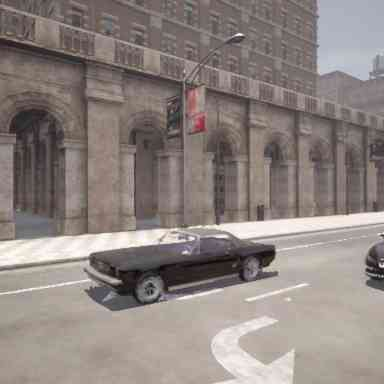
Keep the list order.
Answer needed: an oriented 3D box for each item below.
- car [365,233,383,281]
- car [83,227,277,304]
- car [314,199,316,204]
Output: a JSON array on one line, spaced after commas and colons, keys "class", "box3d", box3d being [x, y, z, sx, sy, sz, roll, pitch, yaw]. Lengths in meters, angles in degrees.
[{"class": "car", "box3d": [6.410, 1.506, 8.720, 4.892, 1.490, 1.837, 0, 0, -36]}, {"class": "car", "box3d": [-0.133, 1.601, 8.253, 4.718, 1.301, 1.895, 0, 0, -36]}, {"class": "car", "box3d": [20.450, 1.595, 60.727, 1.895, 1.301, 4.718, 0, 0, -37]}]
